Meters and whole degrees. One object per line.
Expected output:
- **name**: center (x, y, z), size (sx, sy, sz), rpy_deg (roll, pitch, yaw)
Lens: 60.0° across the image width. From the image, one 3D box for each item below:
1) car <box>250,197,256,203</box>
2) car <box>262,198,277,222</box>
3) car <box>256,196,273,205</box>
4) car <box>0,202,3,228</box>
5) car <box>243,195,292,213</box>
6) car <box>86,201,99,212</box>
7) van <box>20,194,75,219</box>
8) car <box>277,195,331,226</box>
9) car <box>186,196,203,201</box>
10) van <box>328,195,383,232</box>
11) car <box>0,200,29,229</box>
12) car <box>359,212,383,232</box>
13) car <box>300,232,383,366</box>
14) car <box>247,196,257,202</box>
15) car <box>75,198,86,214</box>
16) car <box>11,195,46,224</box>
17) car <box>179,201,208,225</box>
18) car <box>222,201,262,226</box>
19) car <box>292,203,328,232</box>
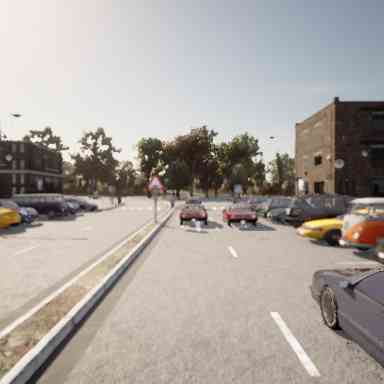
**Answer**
- **car**: center (7.648, 1.418, 28.342), size (4.674, 1.452, 2.002), rpy_deg (0, 0, 0)
- **car**: center (7.655, 1.405, 22.822), size (4.892, 1.521, 2.231), rpy_deg (0, 0, 0)
- **car**: center (7.619, 1.267, 25.583), size (4.553, 1.767, 2.185), rpy_deg (0, 0, 0)
- **car**: center (-12.527, 1.427, 16.371), size (4.892, 1.521, 2.231), rpy_deg (0, 0, 0)
- **car**: center (7.622, 1.218, 33.859), size (4.553, 1.767, 2.185), rpy_deg (0, 0, 0)
- **car**: center (-12.469, 1.364, 35.709), size (4.792, 1.488, 2.163), rpy_deg (0, 0, 0)
- **van**: center (-12.391, 1.170, 27.364), size (4.442, 1.987, 1.878), rpy_deg (0, 0, 0)
- **car**: center (7.675, 1.169, 17.307), size (5.566, 2.045, 2.435), rpy_deg (0, 0, 0)
- **car**: center (0.280, 1.312, 41.351), size (1.837, 1.490, 4.892), rpy_deg (0, 1, 3)
- **van**: center (7.528, 1.210, 11.793), size (4.442, 1.987, 1.878), rpy_deg (0, 0, 0)
- **car**: center (-12.512, 1.420, 19.025), size (5.008, 1.535, 2.097), rpy_deg (0, 0, 0)
- **car**: center (7.649, 1.445, 9.036), size (5.008, 1.535, 2.097), rpy_deg (0, 0, 0)
- **car**: center (3.101, 1.531, 3.751), size (2.033, 1.411, 5.357), rpy_deg (0, 0, 0)
- **car**: center (7.657, 1.363, 31.097), size (5.008, 1.535, 2.097), rpy_deg (0, 0, 0)
- **car**: center (-12.536, 1.252, 30.273), size (4.553, 1.767, 2.185), rpy_deg (0, 0, 0)
- **car**: center (-12.545, 1.288, 21.929), size (4.553, 1.767, 2.185), rpy_deg (0, 0, 0)
- **car**: center (0.110, 1.522, 23.631), size (1.895, 1.301, 4.718), rpy_deg (0, 0, 0)
- **car**: center (3.102, 1.526, 22.471), size (1.895, 1.301, 4.718), rpy_deg (0, 0, 0)
- **car**: center (7.460, 1.425, 14.551), size (5.366, 1.575, 1.946), rpy_deg (0, 0, 0)
